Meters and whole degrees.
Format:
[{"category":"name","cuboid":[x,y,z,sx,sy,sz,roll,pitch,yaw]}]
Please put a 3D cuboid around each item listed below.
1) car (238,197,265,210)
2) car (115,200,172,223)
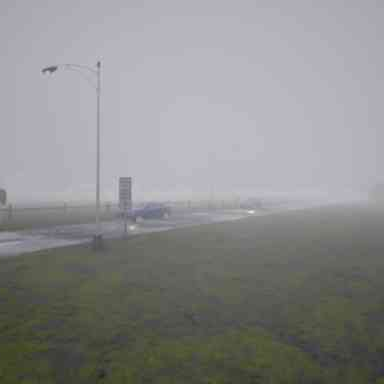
[{"category":"car","cuboid":[7.507,1.438,41.500,1.837,1.490,4.892,1,0,34]},{"category":"car","cuboid":[-3.559,1.425,25.087,1.882,1.535,5.008,1,1,34]}]
